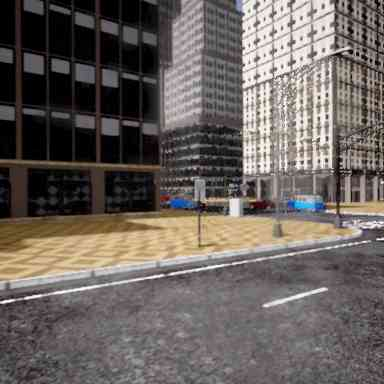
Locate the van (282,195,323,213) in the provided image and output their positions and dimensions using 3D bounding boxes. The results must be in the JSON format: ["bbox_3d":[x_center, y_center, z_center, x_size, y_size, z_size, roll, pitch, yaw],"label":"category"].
[{"bbox_3d":[12.163,1.265,36.055,1.690,1.788,3.998,0,0,-34],"label":"van"}]

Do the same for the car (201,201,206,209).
[{"bbox_3d":[0.055,1.463,43.436,1.994,1.385,4.181,0,1,-34],"label":"car"}]

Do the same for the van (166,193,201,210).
[{"bbox_3d":[-1.077,1.265,40.471,1.690,1.788,3.998,0,0,-34],"label":"van"}]

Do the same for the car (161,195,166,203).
[{"bbox_3d":[-3.443,1.111,58.931,2.192,1.841,5.009,0,0,-34],"label":"car"}]

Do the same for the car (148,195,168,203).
[{"bbox_3d":[-6.546,1.314,63.520,1.887,1.381,4.507,0,0,-34],"label":"car"}]

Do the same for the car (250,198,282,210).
[{"bbox_3d":[8.986,1.444,40.593,1.887,1.381,4.507,0,0,-34],"label":"car"}]
